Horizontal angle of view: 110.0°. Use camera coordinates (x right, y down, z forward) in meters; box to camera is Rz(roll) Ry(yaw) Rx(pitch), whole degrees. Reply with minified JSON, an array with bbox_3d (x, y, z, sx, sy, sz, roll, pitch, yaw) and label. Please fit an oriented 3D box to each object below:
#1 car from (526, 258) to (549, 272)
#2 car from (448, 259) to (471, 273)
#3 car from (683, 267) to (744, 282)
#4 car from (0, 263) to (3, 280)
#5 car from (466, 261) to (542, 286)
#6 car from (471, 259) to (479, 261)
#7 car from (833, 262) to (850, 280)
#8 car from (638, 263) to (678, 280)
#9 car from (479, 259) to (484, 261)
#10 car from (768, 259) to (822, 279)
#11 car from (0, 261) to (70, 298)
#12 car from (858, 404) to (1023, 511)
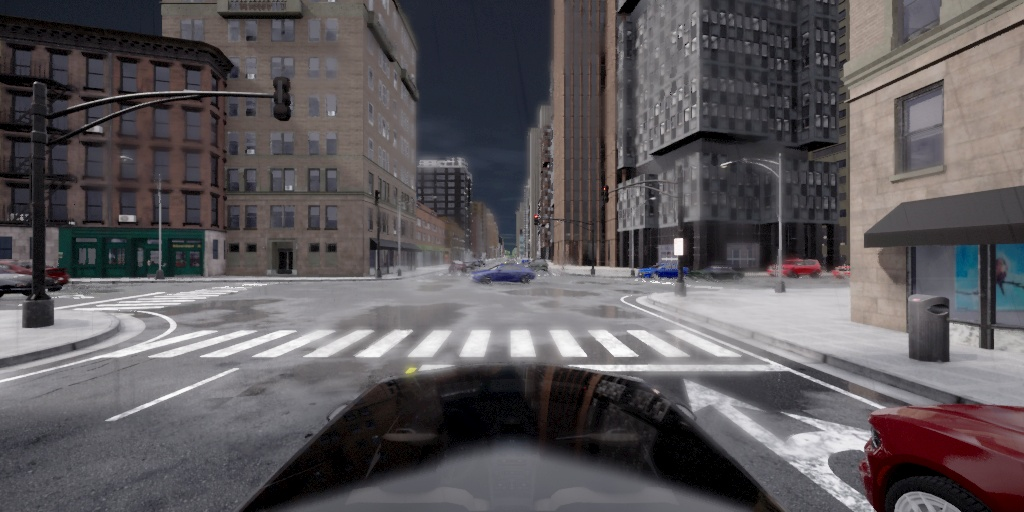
[{"bbox_3d":[3.339,1.111,44.959,2.097,1.767,4.553,0,0,-2],"label":"car"},{"bbox_3d":[-6.672,1.284,44.703,1.812,1.442,4.674,0,0,0],"label":"car"},{"bbox_3d":[17.923,1.594,31.615,4.718,1.301,1.895,1,0,-17],"label":"car"},{"bbox_3d":[-21.029,1.021,11.451,5.357,1.411,2.033,1,0,-13],"label":"car"},{"bbox_3d":[-0.591,1.276,25.283,4.674,1.442,1.812,0,0,-20],"label":"car"},{"bbox_3d":[-6.683,1.252,54.663,2.128,1.511,4.902,0,0,0],"label":"car"},{"bbox_3d":[35.711,1.424,36.484,5.566,2.045,2.150,1,0,-13],"label":"car"},{"bbox_3d":[14.339,1.456,34.012,5.008,1.535,1.882,1,0,-16],"label":"car"},{"bbox_3d":[-6.673,1.326,64.625,1.994,1.385,4.181,0,0,0],"label":"car"},{"bbox_3d":[30.380,1.386,38.517,5.566,2.045,2.150,1,0,-14],"label":"car"},{"bbox_3d":[-22.317,1.032,14.441,5.357,1.411,2.033,1,0,-16],"label":"car"},{"bbox_3d":[3.353,1.228,0.399,1.882,1.535,5.008,0,0,0],"label":"car"}]
